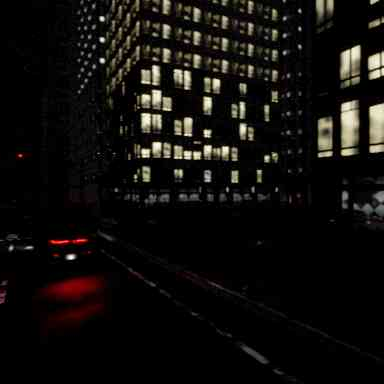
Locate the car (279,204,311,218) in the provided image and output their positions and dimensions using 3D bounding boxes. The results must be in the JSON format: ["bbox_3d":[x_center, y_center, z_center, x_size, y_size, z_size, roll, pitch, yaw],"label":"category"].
[{"bbox_3d":[11.268,1.915,34.219,4.829,1.417,1.752,0,0,-26],"label":"car"}]

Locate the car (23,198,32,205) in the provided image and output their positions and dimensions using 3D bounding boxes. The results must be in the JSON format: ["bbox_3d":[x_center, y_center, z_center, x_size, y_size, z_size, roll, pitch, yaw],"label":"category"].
[{"bbox_3d":[-38.503,2.196,77.717,1.895,1.301,4.718,0,0,-27],"label":"car"}]

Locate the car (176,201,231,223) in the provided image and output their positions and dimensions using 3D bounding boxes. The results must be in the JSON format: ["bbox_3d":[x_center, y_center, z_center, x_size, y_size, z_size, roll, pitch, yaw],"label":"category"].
[{"bbox_3d":[0.995,1.681,29.164,5.009,1.841,2.192,0,0,-26],"label":"car"}]

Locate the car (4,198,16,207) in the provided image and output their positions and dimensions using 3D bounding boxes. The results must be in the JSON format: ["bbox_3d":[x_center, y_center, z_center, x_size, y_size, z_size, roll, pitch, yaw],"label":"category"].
[{"bbox_3d":[-36.824,2.293,67.337,1.895,1.301,4.718,0,0,-27],"label":"car"}]

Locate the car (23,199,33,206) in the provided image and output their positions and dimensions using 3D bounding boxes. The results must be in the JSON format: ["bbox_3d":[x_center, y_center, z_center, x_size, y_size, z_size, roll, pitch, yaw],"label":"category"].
[{"bbox_3d":[-33.728,2.212,68.424,2.033,1.411,5.357,0,0,-27],"label":"car"}]

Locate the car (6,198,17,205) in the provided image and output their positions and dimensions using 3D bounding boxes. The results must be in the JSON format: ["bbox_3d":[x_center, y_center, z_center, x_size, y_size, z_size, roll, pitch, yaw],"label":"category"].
[{"bbox_3d":[-41.381,2.147,76.206,2.128,1.511,4.902,0,0,-27],"label":"car"}]

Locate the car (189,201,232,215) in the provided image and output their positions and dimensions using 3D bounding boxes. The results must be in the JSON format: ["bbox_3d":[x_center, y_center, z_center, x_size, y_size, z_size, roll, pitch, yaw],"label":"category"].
[{"bbox_3d":[2.199,1.851,39.097,4.829,1.417,1.752,0,0,-26],"label":"car"}]

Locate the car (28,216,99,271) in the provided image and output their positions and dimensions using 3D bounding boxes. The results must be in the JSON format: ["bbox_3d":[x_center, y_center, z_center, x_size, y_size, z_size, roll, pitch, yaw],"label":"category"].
[{"bbox_3d":[-4.536,1.612,11.585,1.837,1.490,4.892,0,0,-27],"label":"car"}]
